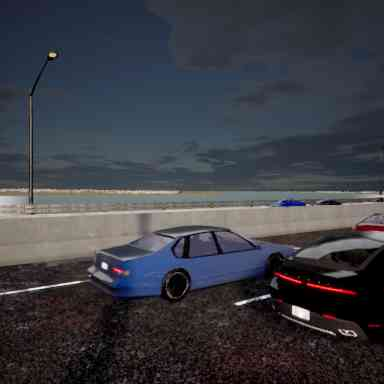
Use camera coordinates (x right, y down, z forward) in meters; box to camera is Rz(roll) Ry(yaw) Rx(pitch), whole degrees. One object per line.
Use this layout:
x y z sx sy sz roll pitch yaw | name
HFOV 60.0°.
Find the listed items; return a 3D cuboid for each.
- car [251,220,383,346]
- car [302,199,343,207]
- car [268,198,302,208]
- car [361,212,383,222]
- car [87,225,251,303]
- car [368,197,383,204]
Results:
3.553 1.507 6.279 4.892 1.490 1.837 0 0 -36 | car
14.317 1.531 35.558 4.674 1.442 1.812 0 0 -35 | car
10.604 1.483 37.217 5.008 1.535 1.882 0 0 -35 | car
8.588 1.566 14.149 4.181 1.385 1.994 0 0 -36 | car
0.258 1.549 8.228 5.357 1.411 2.033 0 0 -36 | car
20.668 1.355 35.702 4.553 1.767 2.097 0 0 -35 | car
